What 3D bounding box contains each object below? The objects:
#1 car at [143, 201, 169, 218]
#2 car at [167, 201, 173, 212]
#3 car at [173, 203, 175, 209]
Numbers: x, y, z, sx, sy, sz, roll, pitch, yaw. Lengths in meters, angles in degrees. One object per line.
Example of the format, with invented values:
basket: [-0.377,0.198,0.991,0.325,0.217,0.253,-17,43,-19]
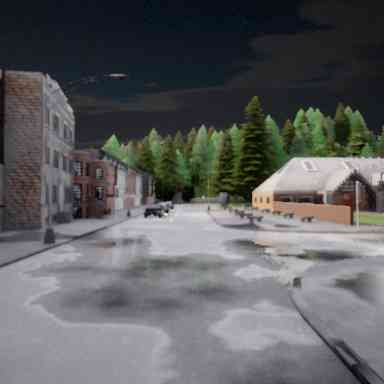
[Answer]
car: [-4.092,2.034,36.621,2.033,1.411,5.357,0,-1,0]
car: [-4.093,2.139,46.234,1.812,1.442,4.674,0,-1,0]
car: [-4.060,2.275,56.518,1.812,1.442,4.674,0,-1,1]
